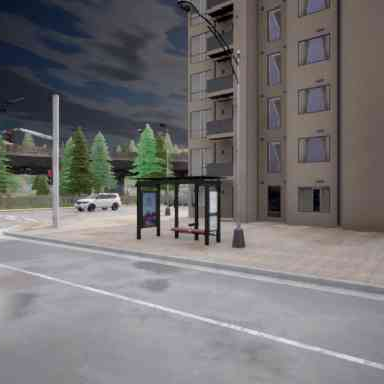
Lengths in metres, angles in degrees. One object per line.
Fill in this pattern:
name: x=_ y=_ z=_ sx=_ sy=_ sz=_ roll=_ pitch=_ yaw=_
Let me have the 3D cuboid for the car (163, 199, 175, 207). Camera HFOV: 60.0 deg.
car: x=-1.586 y=1.492 z=49.141 sx=5.357 sy=1.411 sz=2.033 roll=0 pitch=0 yaw=-40

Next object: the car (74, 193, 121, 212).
car: x=-10.764 y=1.166 z=38.497 sx=2.150 sy=2.045 sz=5.566 roll=0 pitch=0 yaw=37
